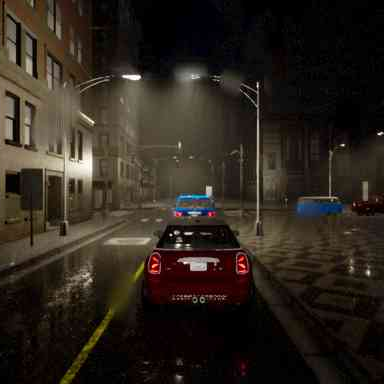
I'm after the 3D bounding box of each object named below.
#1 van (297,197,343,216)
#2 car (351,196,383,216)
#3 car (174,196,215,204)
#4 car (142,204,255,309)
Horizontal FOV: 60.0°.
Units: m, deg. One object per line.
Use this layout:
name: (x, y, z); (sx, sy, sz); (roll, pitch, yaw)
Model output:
van: (11.780, 1.350, 30.766); (3.998, 1.788, 1.690); (0, 0, -1)
car: (17.421, 1.323, 30.842); (5.009, 1.841, 2.192); (0, 0, -1)
car: (0.132, 1.208, 17.887); (2.150, 2.045, 5.566); (0, 0, 0)
car: (0.116, 1.347, 8.030); (2.097, 1.767, 4.553); (0, 0, 0)
